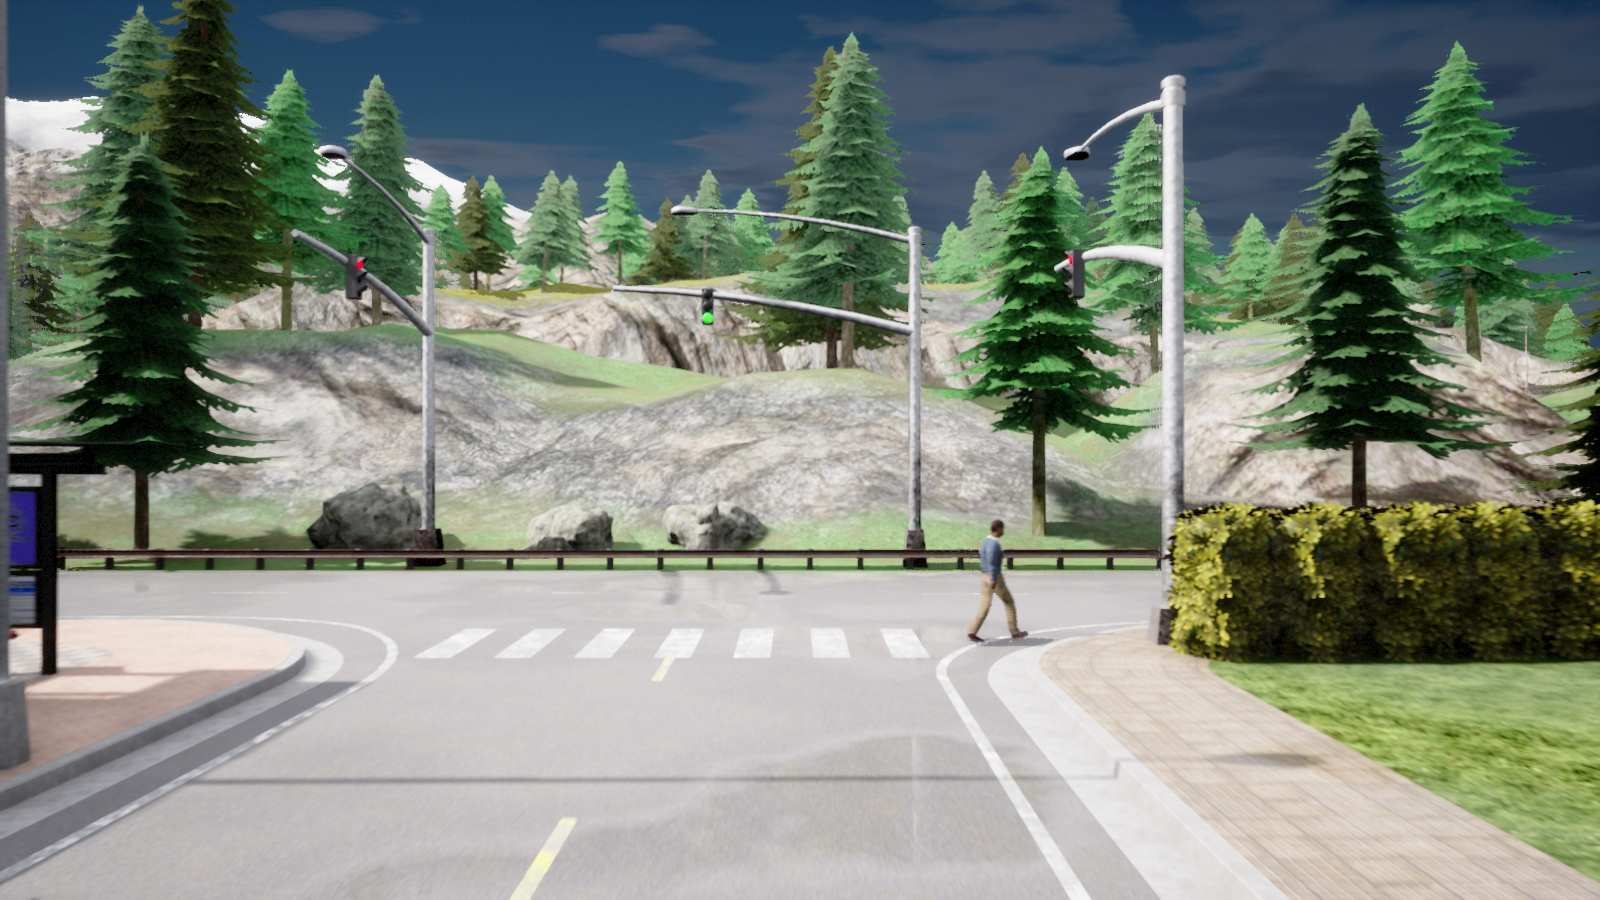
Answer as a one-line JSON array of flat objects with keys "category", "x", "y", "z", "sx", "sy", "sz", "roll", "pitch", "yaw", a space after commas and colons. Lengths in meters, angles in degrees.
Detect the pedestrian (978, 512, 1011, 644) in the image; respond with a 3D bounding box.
[{"category": "pedestrian", "x": 2.804, "y": 1.834, "z": 16.485, "sx": 0.375, "sy": 1.860, "sz": 0.375, "roll": 0, "pitch": 0, "yaw": -10}]
